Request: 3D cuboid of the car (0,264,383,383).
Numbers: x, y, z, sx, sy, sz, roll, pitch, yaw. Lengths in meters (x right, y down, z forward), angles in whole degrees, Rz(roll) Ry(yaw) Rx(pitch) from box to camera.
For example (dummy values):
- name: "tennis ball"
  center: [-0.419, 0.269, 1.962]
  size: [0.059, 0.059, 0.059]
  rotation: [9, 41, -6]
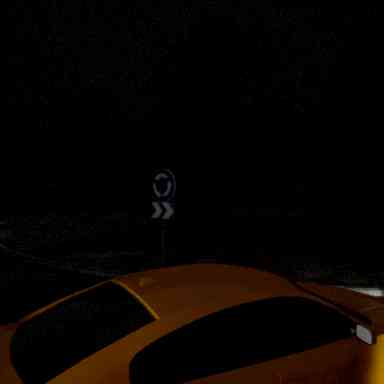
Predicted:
- name: "car"
  center: [0.360, 1.476, 3.169]
  size: [5.008, 1.535, 1.882]
  rotation: [0, -1, -29]
